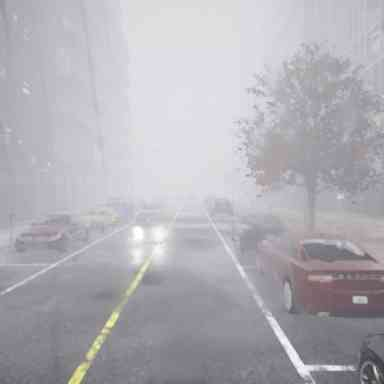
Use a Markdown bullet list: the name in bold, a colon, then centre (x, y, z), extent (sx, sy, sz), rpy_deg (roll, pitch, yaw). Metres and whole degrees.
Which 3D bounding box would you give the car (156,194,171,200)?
- **car**: centre (-5.302, 1.218, 58.407), extent (2.008, 1.369, 4.403), rpy_deg (1, 0, 0)

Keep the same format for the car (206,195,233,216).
- **car**: centre (2.578, 1.270, 29.928), extent (1.967, 1.590, 4.097), rpy_deg (1, 0, 0)

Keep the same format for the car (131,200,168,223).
- **car**: centre (-2.849, 1.464, 24.038), extent (1.895, 1.301, 4.718), rpy_deg (0, 0, 0)

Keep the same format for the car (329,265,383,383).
- **car**: centre (2.576, 1.556, 1.666), extent (1.947, 1.339, 4.313), rpy_deg (1, 0, 0)

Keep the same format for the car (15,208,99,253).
- **car**: centre (-5.304, 1.507, 13.236), extent (1.802, 1.307, 4.206), rpy_deg (1, 0, 0)

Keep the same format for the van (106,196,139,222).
- **van**: centre (-5.301, 1.202, 24.527), extent (1.690, 1.788, 3.998), rpy_deg (1, 0, 0)

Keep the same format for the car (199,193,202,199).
- **car**: centre (2.579, 1.059, 86.452), extent (2.008, 1.369, 4.403), rpy_deg (1, 0, 0)

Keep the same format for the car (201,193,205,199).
- **car**: centre (2.752, 1.224, 49.386), extent (1.837, 1.490, 4.892), rpy_deg (0, 0, 0)

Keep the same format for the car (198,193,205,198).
- **car**: centre (2.580, 1.000, 92.275), extent (1.752, 1.417, 4.829), rpy_deg (1, 0, 0)

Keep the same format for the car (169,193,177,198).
- **car**: centre (-5.301, 1.041, 92.286), extent (1.947, 1.339, 4.313), rpy_deg (1, 0, 0)

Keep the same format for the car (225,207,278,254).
- **car**: centre (2.576, 1.492, 12.971), extent (1.947, 1.339, 4.313), rpy_deg (1, 0, 0)

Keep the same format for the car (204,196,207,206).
- **car**: centre (2.577, 1.342, 35.581), extent (1.887, 1.381, 4.507), rpy_deg (1, 0, 0)

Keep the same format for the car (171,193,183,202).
- **car**: centre (-2.763, 1.183, 65.835), extent (1.994, 1.385, 4.181), rpy_deg (0, 0, 1)

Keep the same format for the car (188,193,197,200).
- **car**: centre (0.003, 1.012, 81.138), extent (2.128, 1.511, 4.902), rpy_deg (0, 0, 0)

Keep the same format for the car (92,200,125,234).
- **car**: centre (-5.304, 1.419, 18.712), extent (1.752, 1.417, 4.829), rpy_deg (1, 0, 0)

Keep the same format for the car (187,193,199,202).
- **car**: centre (0.007, 1.127, 65.205), extent (1.837, 1.490, 4.892), rpy_deg (0, 0, 1)

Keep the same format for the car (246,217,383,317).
- **car**: centre (2.576, 1.503, 7.318), extent (1.887, 1.381, 4.507), rpy_deg (1, 0, 0)
